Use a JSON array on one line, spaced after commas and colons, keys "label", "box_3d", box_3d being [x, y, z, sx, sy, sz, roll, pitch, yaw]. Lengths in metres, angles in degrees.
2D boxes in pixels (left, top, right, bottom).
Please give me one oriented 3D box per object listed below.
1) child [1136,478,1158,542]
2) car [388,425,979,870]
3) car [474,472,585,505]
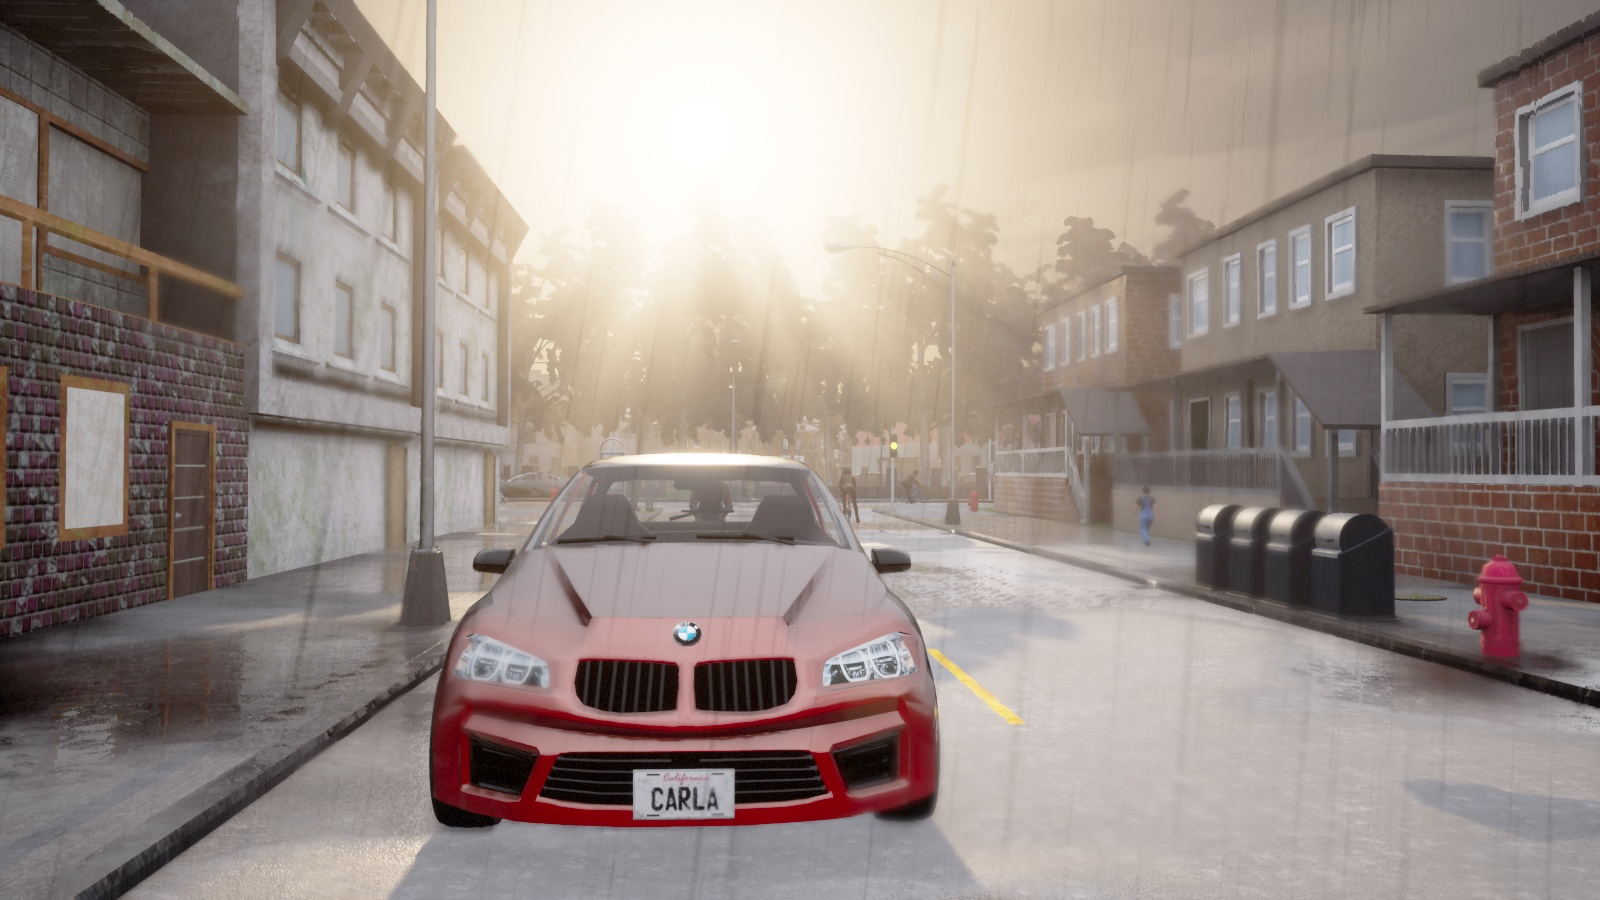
[{"label": "child", "box_3d": [6.922, 1.197, 25.068, 0.270, 1.263, 0.437, 0, -1, -4]}, {"label": "car", "box_3d": [-0.578, 0.780, 7.099, 2.242, 1.667, 4.611, 0, -1, -4]}, {"label": "car", "box_3d": [-12.857, 1.827, 59.961, 4.902, 1.511, 2.128, 0, -1, -3]}]
